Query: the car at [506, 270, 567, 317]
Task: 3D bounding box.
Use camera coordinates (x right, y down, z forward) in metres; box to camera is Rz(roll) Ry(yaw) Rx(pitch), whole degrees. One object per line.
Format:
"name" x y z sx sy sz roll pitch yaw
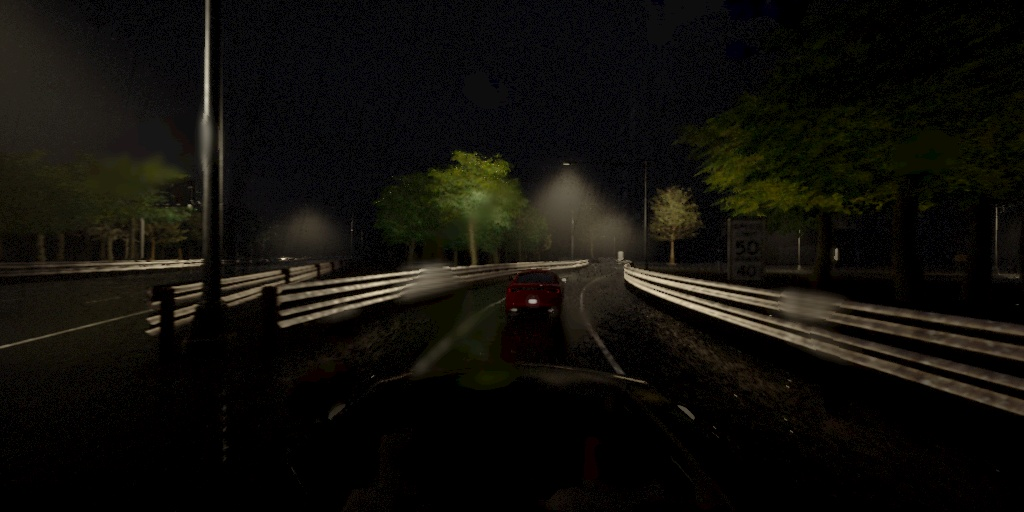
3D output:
"car" 1.002 1.249 13.445 1.882 1.535 5.008 0 0 8
